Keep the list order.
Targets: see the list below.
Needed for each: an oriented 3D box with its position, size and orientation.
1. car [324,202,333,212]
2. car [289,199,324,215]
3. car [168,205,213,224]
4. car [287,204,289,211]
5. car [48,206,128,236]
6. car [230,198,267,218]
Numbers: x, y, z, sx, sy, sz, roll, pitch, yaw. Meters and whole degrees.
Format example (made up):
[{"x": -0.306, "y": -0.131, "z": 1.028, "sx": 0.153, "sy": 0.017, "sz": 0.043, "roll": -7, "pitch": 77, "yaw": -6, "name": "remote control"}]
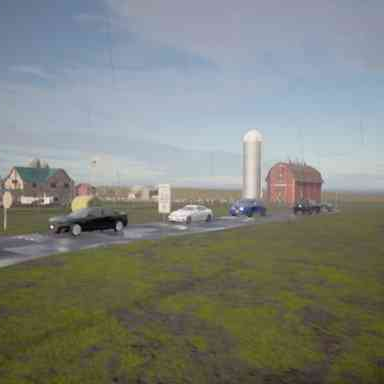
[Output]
[{"x": 20.969, "y": 2.353, "z": 52.258, "sx": 1.837, "sy": 1.490, "sz": 4.892, "roll": 1, "pitch": 0, "yaw": 28, "name": "car"}, {"x": 15.012, "y": 1.908, "z": 43.456, "sx": 2.150, "sy": 2.045, "sz": 5.566, "roll": 1, "pitch": 0, "yaw": 36, "name": "car"}, {"x": 0.010, "y": 1.842, "z": 28.165, "sx": 1.812, "sy": 1.442, "sz": 4.674, "roll": 1, "pitch": 0, "yaw": 37, "name": "car"}, {"x": 15.582, "y": 2.006, "z": 49.009, "sx": 1.882, "sy": 1.535, "sz": 5.008, "roll": 1, "pitch": 0, "yaw": 37, "name": "car"}, {"x": -6.068, "y": 1.645, "z": 19.905, "sx": 1.882, "sy": 1.535, "sz": 5.008, "roll": 1, "pitch": 0, "yaw": 35, "name": "car"}, {"x": 6.315, "y": 1.701, "z": 36.658, "sx": 2.150, "sy": 2.045, "sz": 5.566, "roll": 1, "pitch": -1, "yaw": 37, "name": "car"}]
